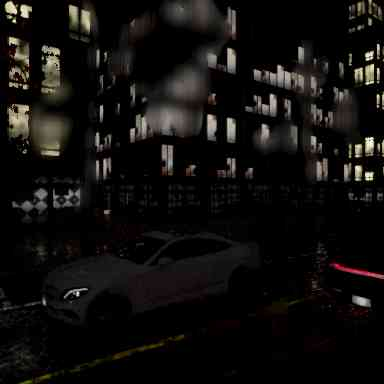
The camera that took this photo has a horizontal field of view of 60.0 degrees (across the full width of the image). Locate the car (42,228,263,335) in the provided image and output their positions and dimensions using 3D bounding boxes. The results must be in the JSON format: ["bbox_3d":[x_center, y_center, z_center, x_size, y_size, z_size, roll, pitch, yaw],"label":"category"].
[{"bbox_3d":[-0.537,1.526,6.842,4.674,1.442,1.812,0,0,-36],"label":"car"}]

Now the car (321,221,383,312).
[{"bbox_3d":[4.616,1.491,6.604,4.902,1.511,2.128,0,0,-35],"label":"car"}]

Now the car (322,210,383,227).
[{"bbox_3d":[8.140,1.563,16.226,4.313,1.339,1.947,0,0,-36],"label":"car"}]
